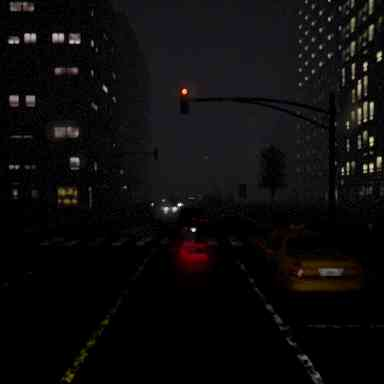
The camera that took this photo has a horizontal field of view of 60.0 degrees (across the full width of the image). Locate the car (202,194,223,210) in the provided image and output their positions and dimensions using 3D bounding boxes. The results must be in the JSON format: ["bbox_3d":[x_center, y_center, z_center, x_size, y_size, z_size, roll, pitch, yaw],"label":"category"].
[{"bbox_3d":[2.710,1.281,40.996,2.192,1.841,5.009,0,0,0],"label":"car"}]

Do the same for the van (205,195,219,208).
[{"bbox_3d":[2.713,1.306,46.522,1.690,1.788,3.998,0,0,0],"label":"van"}]

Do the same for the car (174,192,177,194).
[{"bbox_3d":[-5.640,1.511,90.571,1.752,1.417,4.829,0,0,0],"label":"car"}]

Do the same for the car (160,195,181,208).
[{"bbox_3d":[-3.062,1.528,47.990,1.994,1.385,4.181,0,0,0],"label":"car"}]

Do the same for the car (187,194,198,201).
[{"bbox_3d":[0.041,1.497,69.773,2.128,1.511,4.902,0,0,0],"label":"car"}]

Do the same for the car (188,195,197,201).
[{"bbox_3d":[0.048,1.416,80.191,2.128,1.511,4.902,0,0,0],"label":"car"}]

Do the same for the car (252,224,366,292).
[{"bbox_3d":[2.692,1.515,8.753,1.752,1.417,4.829,0,0,0],"label":"car"}]

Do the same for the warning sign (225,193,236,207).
[{"bbox_3d":[5.099,1.080,44.251,1.300,1.860,1.060,0,0,0],"label":"warning sign"}]

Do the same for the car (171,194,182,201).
[{"bbox_3d":[-2.990,1.570,64.790,1.895,1.301,4.718,0,0,1],"label":"car"}]

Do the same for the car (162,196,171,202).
[{"bbox_3d":[-5.650,1.556,74.161,1.802,1.307,4.206,0,0,0],"label":"car"}]

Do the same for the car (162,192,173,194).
[{"bbox_3d":[-5.654,1.411,68.634,1.967,1.590,4.097,0,0,0],"label":"car"}]

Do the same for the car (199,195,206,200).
[{"bbox_3d":[2.741,1.512,90.905,1.752,1.417,4.829,0,0,0],"label":"car"}]

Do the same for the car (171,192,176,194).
[{"bbox_3d":[-5.647,1.417,79.687,1.967,1.590,4.097,0,0,0],"label":"car"}]

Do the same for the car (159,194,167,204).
[{"bbox_3d":[-5.659,1.517,57.580,2.008,1.369,4.403,0,0,0],"label":"car"}]

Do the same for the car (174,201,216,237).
[{"bbox_3d":[0.083,1.514,18.177,1.837,1.490,4.892,0,0,0],"label":"car"}]

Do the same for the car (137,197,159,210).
[{"bbox_3d":[-5.669,1.516,41.001,2.008,1.369,4.403,0,0,0],"label":"car"}]

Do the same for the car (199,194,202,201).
[{"bbox_3d":[2.723,1.283,63.101,2.192,1.841,5.009,0,0,0],"label":"car"}]

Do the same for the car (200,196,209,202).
[{"bbox_3d":[2.730,1.519,74.156,1.887,1.381,4.507,0,0,0],"label":"car"}]
